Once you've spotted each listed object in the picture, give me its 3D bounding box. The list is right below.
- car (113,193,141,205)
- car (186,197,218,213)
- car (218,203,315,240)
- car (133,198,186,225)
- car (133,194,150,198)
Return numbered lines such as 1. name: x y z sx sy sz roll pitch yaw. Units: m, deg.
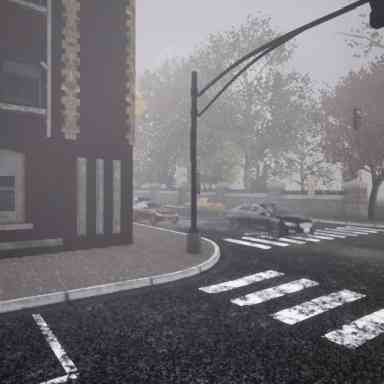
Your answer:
1. car: -8.651 0.864 43.897 2.008 1.369 4.403 1 0 -36
2. car: 0.979 1.129 30.571 1.752 1.417 4.829 1 0 -36
3. car: 3.660 1.308 16.228 2.128 1.511 4.902 1 1 -30
4. car: -2.474 1.257 21.042 1.802 1.307 4.206 2 0 -36
5. car: -4.062 1.099 27.641 1.812 1.442 4.674 0 1 -36
